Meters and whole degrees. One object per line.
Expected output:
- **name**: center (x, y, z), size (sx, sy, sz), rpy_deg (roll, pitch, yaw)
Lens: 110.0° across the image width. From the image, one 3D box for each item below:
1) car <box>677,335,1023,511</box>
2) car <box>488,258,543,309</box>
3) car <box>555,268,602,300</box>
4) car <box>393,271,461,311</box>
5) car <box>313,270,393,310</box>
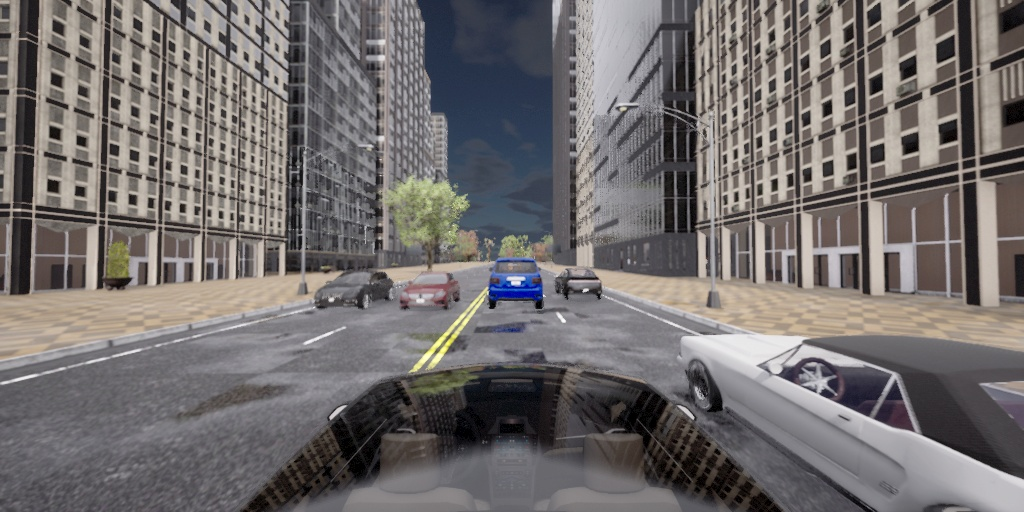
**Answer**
- **car**: center (3.353, 1.364, 3.156), size (1.895, 1.301, 4.718), rpy_deg (0, 0, 0)
- **car**: center (0.147, 1.097, 15.953), size (2.150, 2.045, 5.566), rpy_deg (0, 0, 0)
- **car**: center (3.403, 1.392, 18.916), size (2.128, 1.511, 4.902), rpy_deg (0, 0, 0)
- **car**: center (-3.307, 1.393, 15.306), size (1.812, 1.442, 4.674), rpy_deg (0, 0, 0)
- **car**: center (-6.558, 1.373, 15.455), size (1.837, 1.490, 4.892), rpy_deg (0, 0, 0)
